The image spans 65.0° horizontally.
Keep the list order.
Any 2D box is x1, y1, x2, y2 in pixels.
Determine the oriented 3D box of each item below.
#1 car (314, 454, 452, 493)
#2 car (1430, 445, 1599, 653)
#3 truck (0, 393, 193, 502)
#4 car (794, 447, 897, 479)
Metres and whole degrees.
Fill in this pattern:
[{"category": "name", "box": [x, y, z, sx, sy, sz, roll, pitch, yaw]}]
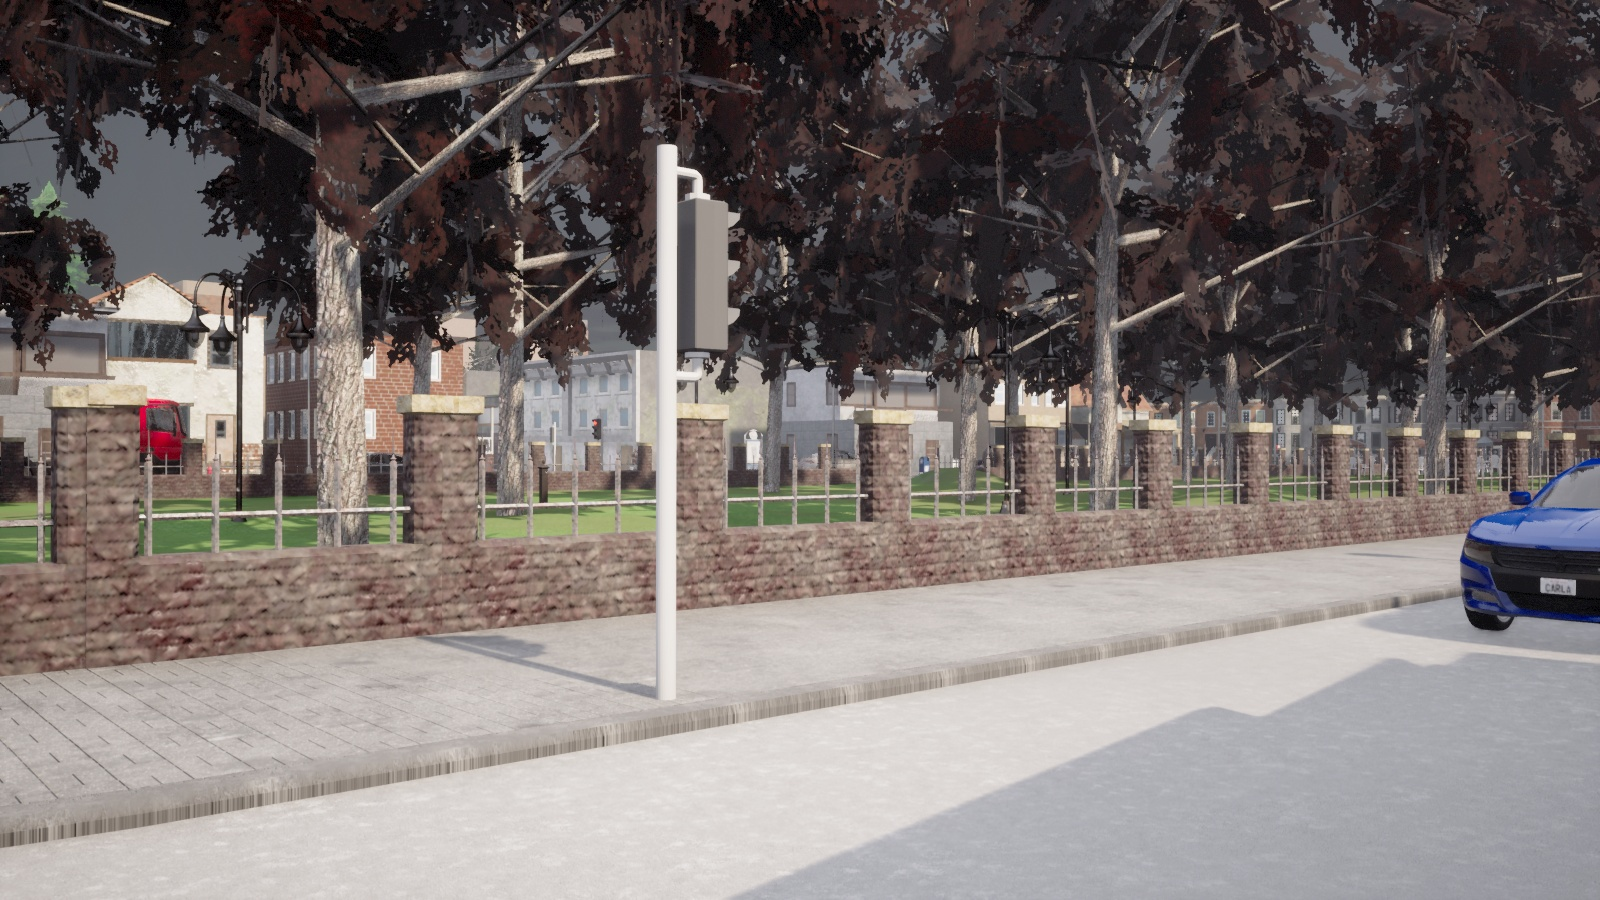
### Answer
[{"category": "car", "box": [-16.541, 0.907, 49.950, 4.892, 1.490, 1.837, 0, 0, -43]}, {"category": "car", "box": [7.637, 0.733, 11.085, 5.008, 1.535, 1.882, 0, 0, -40]}, {"category": "truck", "box": [-25.174, -0.080, 42.380, 7.936, 3.462, 2.891, 0, 0, -45]}, {"category": "car", "box": [2.422, 0.682, 66.773, 5.027, 1.651, 2.152, 0, 0, -19]}]
